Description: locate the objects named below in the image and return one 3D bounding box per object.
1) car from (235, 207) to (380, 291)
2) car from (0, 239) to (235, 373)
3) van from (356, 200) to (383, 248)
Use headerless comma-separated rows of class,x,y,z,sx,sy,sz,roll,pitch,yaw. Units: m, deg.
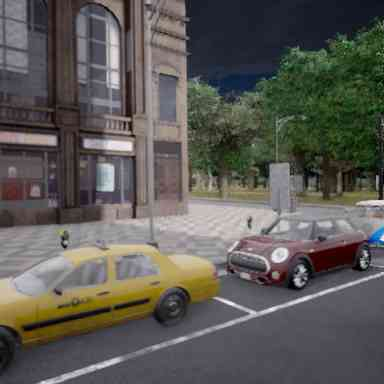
car,2.822,1.338,8.674,4.097,1.590,1.967,-1,0,-36
car,-1.737,1.502,5.413,4.829,1.417,1.752,-1,0,-36
van,7.244,1.162,11.836,3.998,1.788,1.690,-1,0,-36
